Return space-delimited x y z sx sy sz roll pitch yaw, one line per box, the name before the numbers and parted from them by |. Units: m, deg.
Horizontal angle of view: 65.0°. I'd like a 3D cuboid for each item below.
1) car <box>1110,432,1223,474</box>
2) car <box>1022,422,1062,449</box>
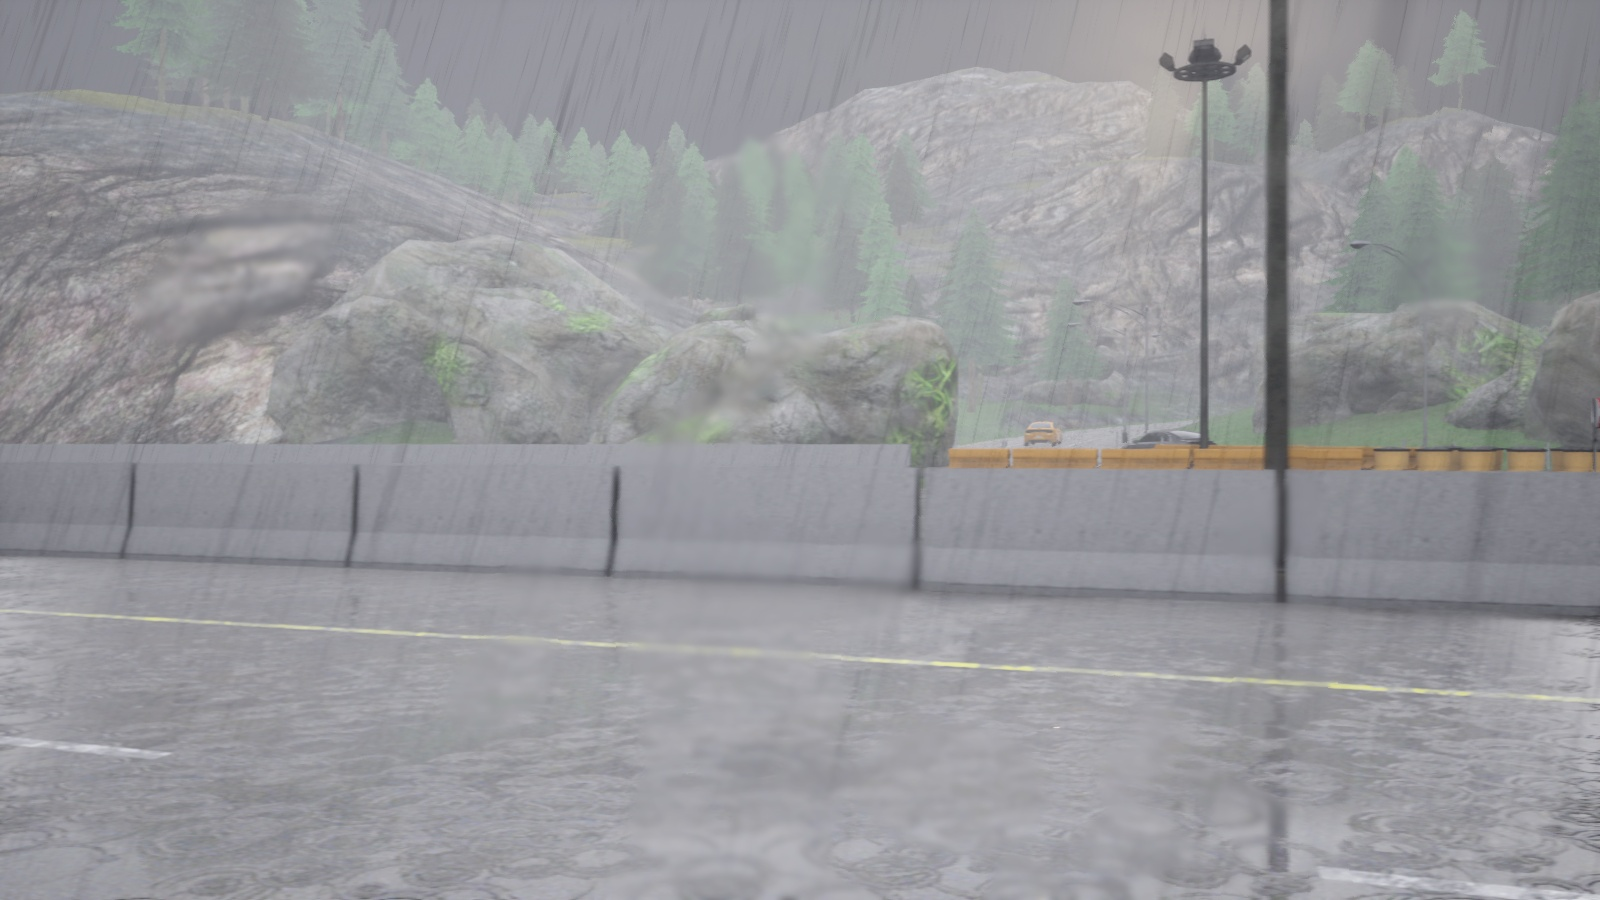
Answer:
car | 14.154 0.084 48.815 1.837 1.490 4.892 0 1 -16
car | 15.184 -0.940 78.586 1.882 1.535 5.008 0 3 18
